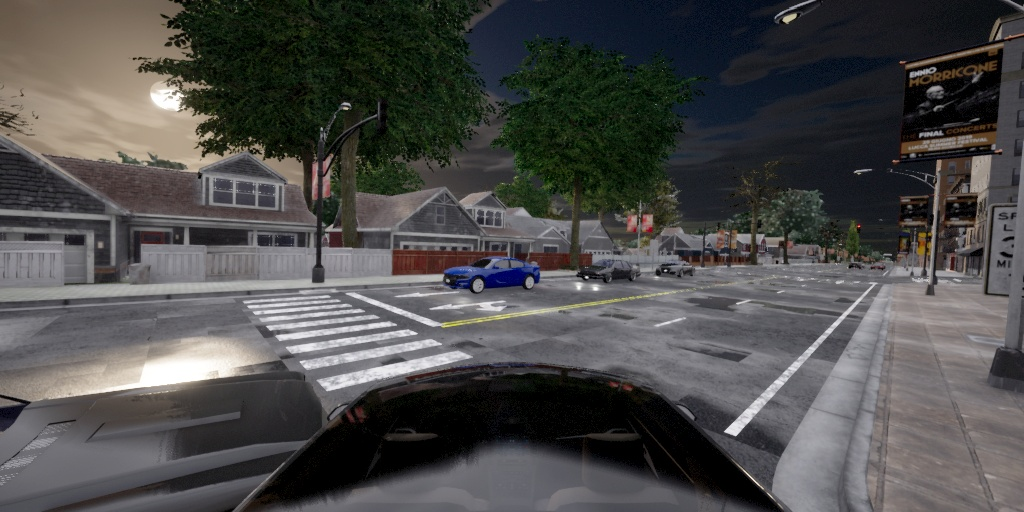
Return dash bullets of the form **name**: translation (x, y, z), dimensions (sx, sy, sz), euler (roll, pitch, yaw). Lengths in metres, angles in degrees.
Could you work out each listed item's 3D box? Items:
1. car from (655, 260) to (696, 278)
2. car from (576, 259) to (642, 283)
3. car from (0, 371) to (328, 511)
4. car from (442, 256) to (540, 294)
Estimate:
- **car**: translation (13.800, 1.010, 30.197), dimensions (4.181, 1.385, 1.994), euler (1, 2, -43)
- **car**: translation (6.469, 0.917, 23.417), dimensions (5.357, 1.411, 2.033), euler (1, 2, -43)
- **car**: translation (-3.321, 1.275, 1.498), dimensions (4.718, 1.301, 1.895), euler (1, 2, -33)
- **car**: translation (-0.829, 0.775, 16.637), dimensions (5.008, 1.535, 1.882), euler (1, 3, -43)
